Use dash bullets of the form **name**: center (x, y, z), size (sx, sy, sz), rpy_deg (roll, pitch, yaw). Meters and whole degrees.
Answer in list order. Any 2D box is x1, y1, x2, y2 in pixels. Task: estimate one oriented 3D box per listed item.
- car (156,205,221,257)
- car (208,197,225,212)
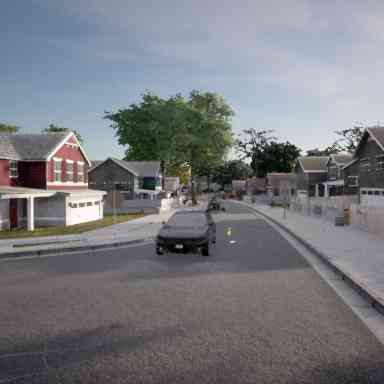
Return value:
- **car**: center (-0.068, 1.497, 13.278), size (1.882, 1.535, 5.008), rpy_deg (0, 0, 8)
- **car**: center (2.856, 1.621, 38.665), size (1.994, 1.385, 4.181), rpy_deg (0, 0, 5)
